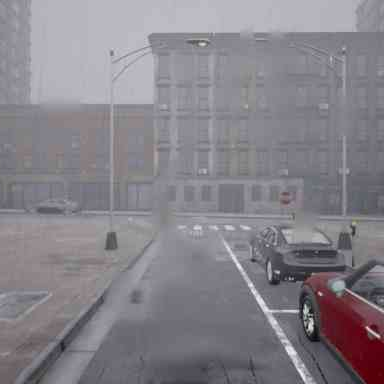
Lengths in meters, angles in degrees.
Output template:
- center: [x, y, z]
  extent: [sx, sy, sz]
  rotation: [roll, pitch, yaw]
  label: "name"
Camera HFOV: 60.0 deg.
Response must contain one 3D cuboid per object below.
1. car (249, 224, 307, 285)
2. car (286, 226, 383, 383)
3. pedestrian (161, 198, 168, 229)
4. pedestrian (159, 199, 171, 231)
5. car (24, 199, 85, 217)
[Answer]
- center: [2.692, 1.553, 9.263]
  extent: [2.008, 1.369, 4.403]
  rotation: [0, 0, 0]
  label: "car"
- center: [2.664, 1.441, 3.759]
  extent: [1.967, 1.590, 4.097]
  rotation: [0, 0, 0]
  label: "car"
- center: [-1.641, 1.300, 20.052]
  extent: [0.375, 1.860, 0.375]
  rotation: [0, 0, 0]
  label: "pedestrian"
- center: [-1.570, 1.298, 19.198]
  extent: [0.375, 1.860, 0.375]
  rotation: [0, 0, 0]
  label: "pedestrian"
- center: [-11.728, 1.305, 28.516]
  extent: [4.902, 1.511, 2.128]
  rotation: [1, 0, 1]
  label: "car"
